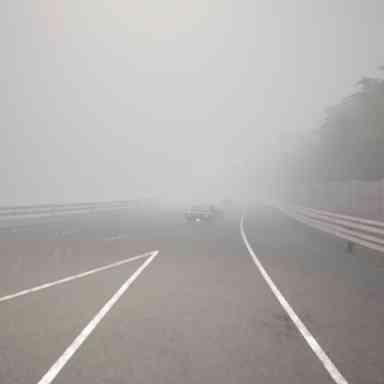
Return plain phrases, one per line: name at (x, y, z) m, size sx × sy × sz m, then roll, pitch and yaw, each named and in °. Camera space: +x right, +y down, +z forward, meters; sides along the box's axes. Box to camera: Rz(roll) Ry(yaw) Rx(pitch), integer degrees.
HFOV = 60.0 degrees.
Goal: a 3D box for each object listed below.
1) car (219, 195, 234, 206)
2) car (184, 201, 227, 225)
car at (5.701, 1.353, 55.597) m, size 2.097 × 1.767 × 4.553 m, roll 0°, pitch 0°, yaw 0°
car at (1.014, 1.592, 24.270) m, size 1.895 × 1.301 × 4.718 m, roll 0°, pitch 0°, yaw 17°
